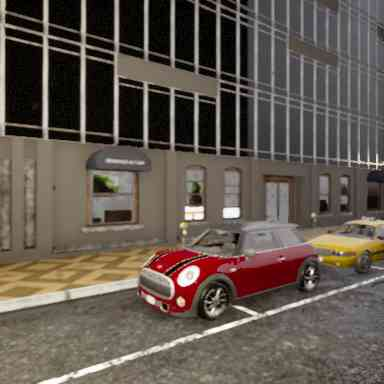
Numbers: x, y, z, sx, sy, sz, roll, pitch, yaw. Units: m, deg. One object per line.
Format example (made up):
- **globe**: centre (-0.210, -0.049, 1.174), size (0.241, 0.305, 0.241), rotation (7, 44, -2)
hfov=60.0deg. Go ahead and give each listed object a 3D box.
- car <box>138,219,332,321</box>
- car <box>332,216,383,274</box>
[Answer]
- **car**: centre (0.884, 1.416, 7.179), size (4.097, 1.590, 1.967), rotation (0, 1, -35)
- **car**: centre (5.367, 1.472, 10.376), size (4.829, 1.417, 1.752), rotation (0, 1, -35)
